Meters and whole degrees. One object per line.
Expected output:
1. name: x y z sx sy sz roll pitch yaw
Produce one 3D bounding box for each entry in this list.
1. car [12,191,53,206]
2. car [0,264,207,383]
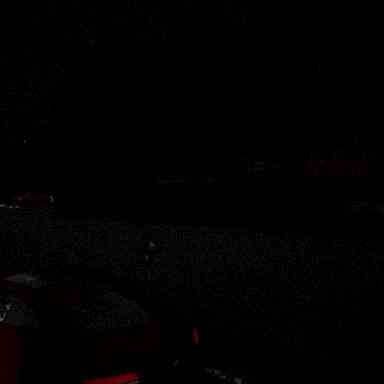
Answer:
1. car: -19.795 0.764 41.361 2.097 1.767 4.553 1 2 35
2. car: -1.791 1.581 4.077 4.206 1.307 1.802 0 1 36
